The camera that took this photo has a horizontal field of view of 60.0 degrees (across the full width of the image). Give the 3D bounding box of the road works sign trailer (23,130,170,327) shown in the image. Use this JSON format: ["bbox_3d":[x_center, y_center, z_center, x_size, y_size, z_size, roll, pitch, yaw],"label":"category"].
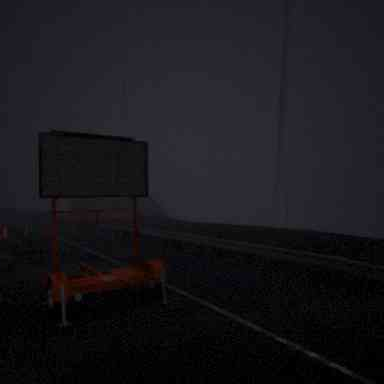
[{"bbox_3d":[-2.176,0.521,7.460,2.380,3.560,2.880,0,0,-35],"label":"road works sign trailer"}]

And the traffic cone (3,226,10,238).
[{"bbox_3d":[-9.980,2.134,17.851,0.340,0.580,0.340,0,0,-35],"label":"traffic cone"}]
